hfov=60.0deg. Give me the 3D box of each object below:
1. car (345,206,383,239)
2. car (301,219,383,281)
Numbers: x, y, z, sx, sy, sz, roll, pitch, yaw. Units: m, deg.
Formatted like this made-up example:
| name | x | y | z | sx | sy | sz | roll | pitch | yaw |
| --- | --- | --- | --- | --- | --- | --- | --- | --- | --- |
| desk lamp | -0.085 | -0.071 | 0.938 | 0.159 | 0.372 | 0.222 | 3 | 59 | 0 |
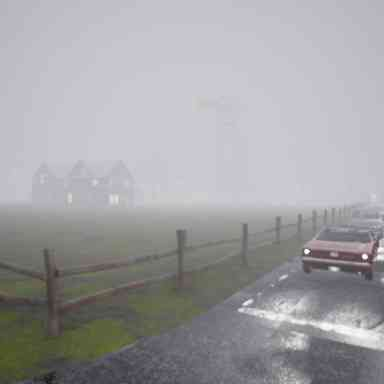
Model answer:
| name | x | y | z | sx | sy | sz | roll | pitch | yaw |
| --- | --- | --- | --- | --- | --- | --- | --- | --- | --- |
| car | 10.194 | 1.805 | 19.437 | 2.128 | 1.511 | 4.902 | 0 | -1 | 31 |
| car | 4.934 | 1.771 | 10.752 | 1.895 | 1.301 | 4.718 | 0 | -1 | 31 |
